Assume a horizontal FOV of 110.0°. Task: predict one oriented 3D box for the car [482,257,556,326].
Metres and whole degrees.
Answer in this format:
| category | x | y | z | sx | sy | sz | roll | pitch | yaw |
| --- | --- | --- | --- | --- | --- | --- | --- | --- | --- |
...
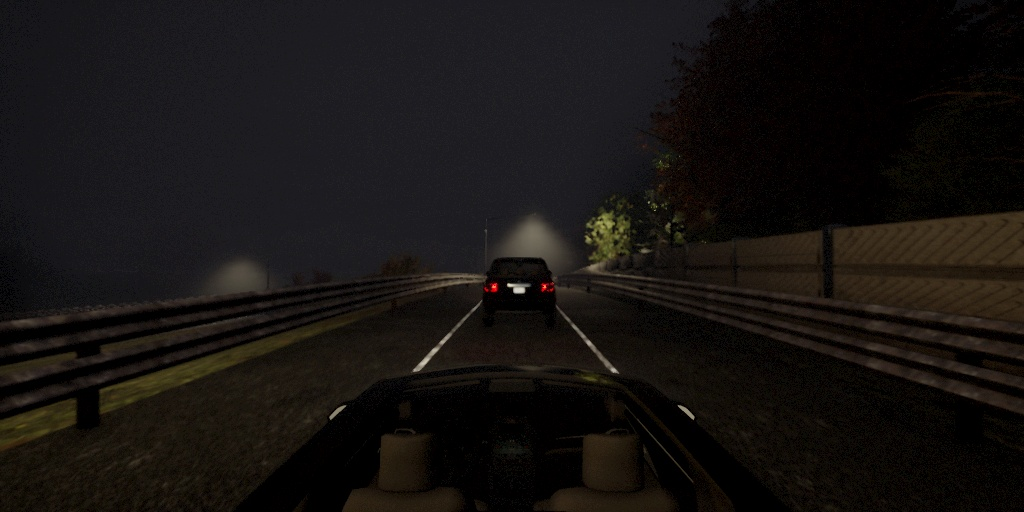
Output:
| category | x | y | z | sx | sy | sz | roll | pitch | yaw |
| --- | --- | --- | --- | --- | --- | --- | --- | --- | --- |
| car | 0.245 | 1.118 | 12.395 | 2.150 | 2.045 | 5.566 | 0 | -2 | 1 |
